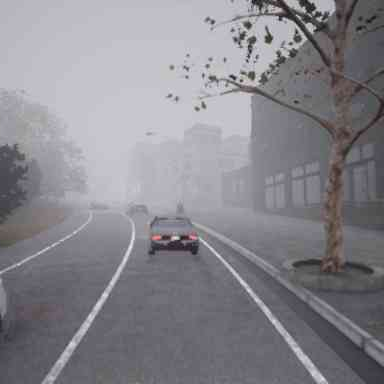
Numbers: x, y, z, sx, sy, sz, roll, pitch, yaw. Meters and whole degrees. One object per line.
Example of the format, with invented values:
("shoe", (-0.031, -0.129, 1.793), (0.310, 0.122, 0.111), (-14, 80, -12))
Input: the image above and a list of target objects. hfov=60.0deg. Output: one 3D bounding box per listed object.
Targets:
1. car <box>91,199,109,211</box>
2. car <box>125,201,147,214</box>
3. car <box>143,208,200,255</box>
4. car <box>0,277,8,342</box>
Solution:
("car", (-11.948, 1.597, 42.976), (1.812, 1.442, 4.674), (2, -1, -22))
("car", (-6.103, 1.682, 36.836), (1.812, 1.442, 4.674), (2, -1, -18))
("car", (-0.848, 1.592, 13.574), (2.033, 1.411, 5.357), (0, 0, -7))
("car", (-3.526, 1.535, 3.110), (1.812, 1.442, 4.674), (0, 0, -3))
